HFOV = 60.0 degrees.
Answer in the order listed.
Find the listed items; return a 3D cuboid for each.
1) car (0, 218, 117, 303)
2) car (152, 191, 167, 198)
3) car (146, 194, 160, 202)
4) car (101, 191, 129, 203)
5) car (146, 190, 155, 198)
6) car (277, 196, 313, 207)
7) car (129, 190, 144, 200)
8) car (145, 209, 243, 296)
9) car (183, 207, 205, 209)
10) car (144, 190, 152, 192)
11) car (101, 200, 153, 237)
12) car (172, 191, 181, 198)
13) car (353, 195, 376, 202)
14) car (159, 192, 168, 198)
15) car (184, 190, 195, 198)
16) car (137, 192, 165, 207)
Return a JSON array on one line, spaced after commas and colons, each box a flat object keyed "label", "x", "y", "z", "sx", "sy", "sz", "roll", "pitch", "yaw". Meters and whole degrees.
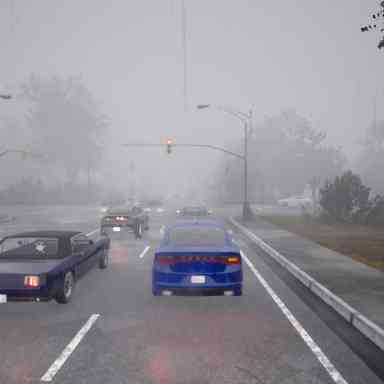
[{"label": "car", "x": -3.388, "y": 1.573, "z": 8.070, "sx": 1.895, "sy": 1.301, "sz": 4.718, "roll": 0, "pitch": 0, "yaw": 0}, {"label": "car", "x": -6.962, "y": 0.874, "z": 71.520, "sx": 1.882, "sy": 1.535, "sz": 5.008, "roll": 0, "pitch": 1, "yaw": 0}, {"label": "car", "x": -7.005, "y": 1.092, "z": 59.431, "sx": 1.994, "sy": 1.385, "sz": 4.181, "roll": 0, "pitch": 1, "yaw": 0}, {"label": "car", "x": -10.537, "y": 0.881, "z": 44.884, "sx": 2.150, "sy": 2.045, "sz": 5.566, "roll": 0, "pitch": 0, "yaw": 0}, {"label": "car", "x": -11.017, "y": 0.504, "z": 88.111, "sx": 2.097, "sy": 1.767, "sz": 4.553, "roll": 0, "pitch": 1, "yaw": -3}, {"label": "car", "x": 13.283, "y": 1.200, "z": 42.851, "sx": 4.674, "sy": 1.442, "sz": 1.812, "roll": 0, "pitch": 1, "yaw": -3}, {"label": "car", "x": -10.501, "y": 0.879, "z": 59.561, "sx": 2.097, "sy": 1.767, "sz": 4.553, "roll": 0, "pitch": 0, "yaw": 0}, {"label": "car", "x": 0.113, "y": 1.446, "z": 8.617, "sx": 1.882, "sy": 1.535, "sz": 5.008, "roll": 0, "pitch": 0, "yaw": 0}, {"label": "car", "x": 0.124, "y": 1.458, "z": 17.599, "sx": 1.994, "sy": 1.385, "sz": 4.181, "roll": 0, "pitch": 0, "yaw": 0}, {"label": "car", "x": -10.477, "y": 0.608, "z": 72.600, "sx": 2.150, "sy": 2.045, "sz": 5.566, "roll": 0, "pitch": 1, "yaw": 0}, {"label": "car", "x": -3.376, "y": 1.402, "z": 17.322, "sx": 1.837, "sy": 1.490, "sz": 4.892, "roll": 0, "pitch": 0, "yaw": 0}, {"label": "car", "x": -3.851, "y": 0.737, "z": 85.355, "sx": 2.033, "sy": 1.411, "sz": 5.357, "roll": 0, "pitch": 1, "yaw": -4}, {"label": "car", "x": 23.502, "y": 1.174, "z": 43.415, "sx": 4.892, "sy": 1.490, "sz": 1.837, "roll": 0, "pitch": 1, "yaw": -3}, {"label": "car", "x": -7.410, "y": 0.737, "z": 86.309, "sx": 1.994, "sy": 1.385, "sz": 4.181, "roll": 0, "pitch": 1, "yaw": -3}, {"label": "car", "x": -0.354, "y": 0.419, "z": 85.490, "sx": 2.150, "sy": 2.045, "sz": 5.566, "roll": 0, "pitch": 1, "yaw": -4}, {"label": "car", "x": -5.398, "y": 1.147, "z": 43.417, "sx": 1.882, "sy": 1.535, "sz": 5.008, "roll": -1, "pitch": 1, "yaw": -20}]
